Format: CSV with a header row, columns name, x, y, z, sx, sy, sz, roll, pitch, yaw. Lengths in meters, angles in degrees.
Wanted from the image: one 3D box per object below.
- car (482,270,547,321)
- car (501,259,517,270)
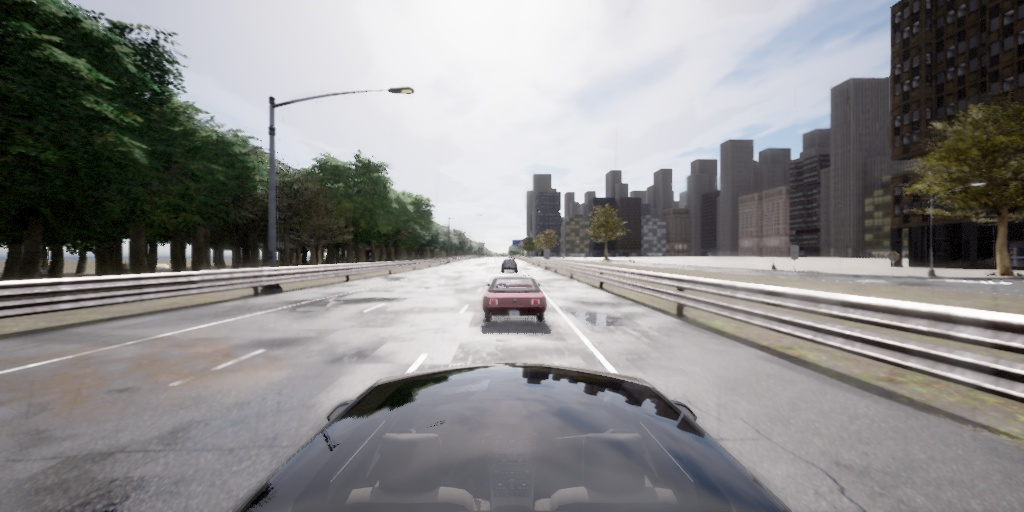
name,x,y,z,sx,sy,sz,roll,pitch,yaw
car,0.065,1.341,12.434,1.895,1.301,4.718,0,0,0
car,-0.349,1.114,45.071,2.033,1.649,4.856,0,0,-1
